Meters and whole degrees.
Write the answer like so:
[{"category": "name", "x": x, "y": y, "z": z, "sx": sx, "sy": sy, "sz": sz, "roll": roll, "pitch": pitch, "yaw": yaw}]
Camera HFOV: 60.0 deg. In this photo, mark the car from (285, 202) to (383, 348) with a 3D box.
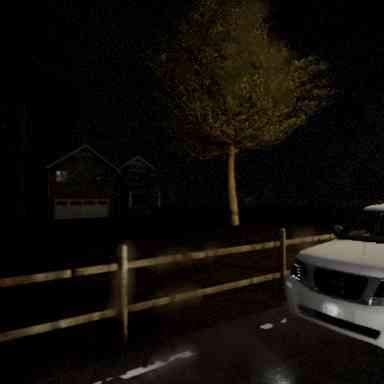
[{"category": "car", "x": 4.125, "y": 1.198, "z": 6.006, "sx": 5.566, "sy": 2.045, "sz": 2.150, "roll": 0, "pitch": 0, "yaw": -35}]
